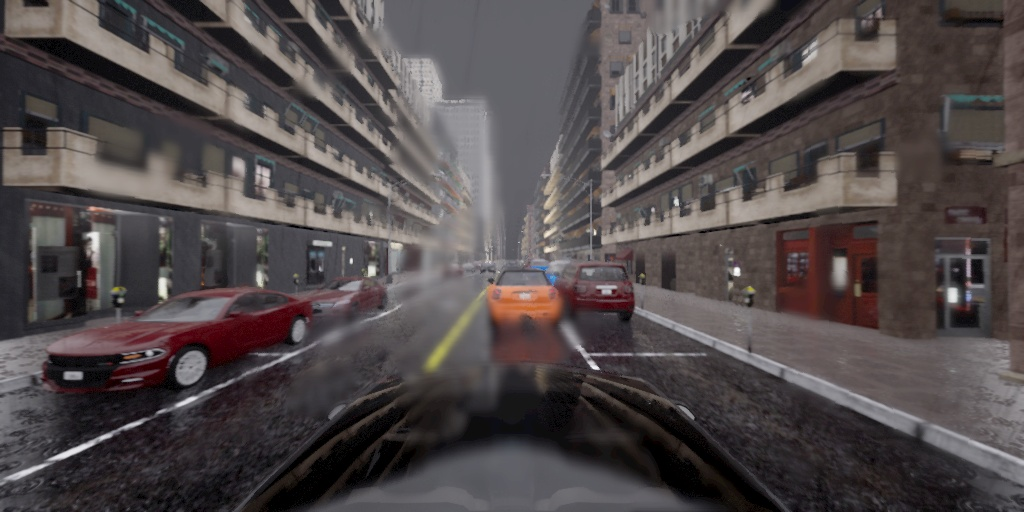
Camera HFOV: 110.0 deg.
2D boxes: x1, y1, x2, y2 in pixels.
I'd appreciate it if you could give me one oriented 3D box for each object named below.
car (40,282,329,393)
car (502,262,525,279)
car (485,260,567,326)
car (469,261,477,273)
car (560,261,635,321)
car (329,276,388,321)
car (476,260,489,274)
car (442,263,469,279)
[{"bbox_3d":[-5.690,1.319,6.897,1.888,1.381,4.507,0,0,0],"label":"car"},{"bbox_3d":[0.099,1.405,35.563,2.128,1.511,4.902,0,0,0],"label":"car"},{"bbox_3d":[0.273,1.150,12.012,2.097,1.767,4.553,0,0,-3],"label":"car"},{"bbox_3d":[-5.693,1.519,46.673,2.007,1.370,4.403,0,0,0],"label":"car"},{"bbox_3d":[2.689,1.116,12.582,2.192,1.841,5.009,0,0,0],"label":"car"},{"bbox_3d":[-5.691,1.383,12.579,1.802,1.307,4.207,0,0,0],"label":"car"},{"bbox_3d":[-3.017,1.514,46.113,2.033,1.411,5.357,0,0,0],"label":"car"},{"bbox_3d":[-5.692,1.457,35.308,1.888,1.381,4.507,0,0,0],"label":"car"}]
